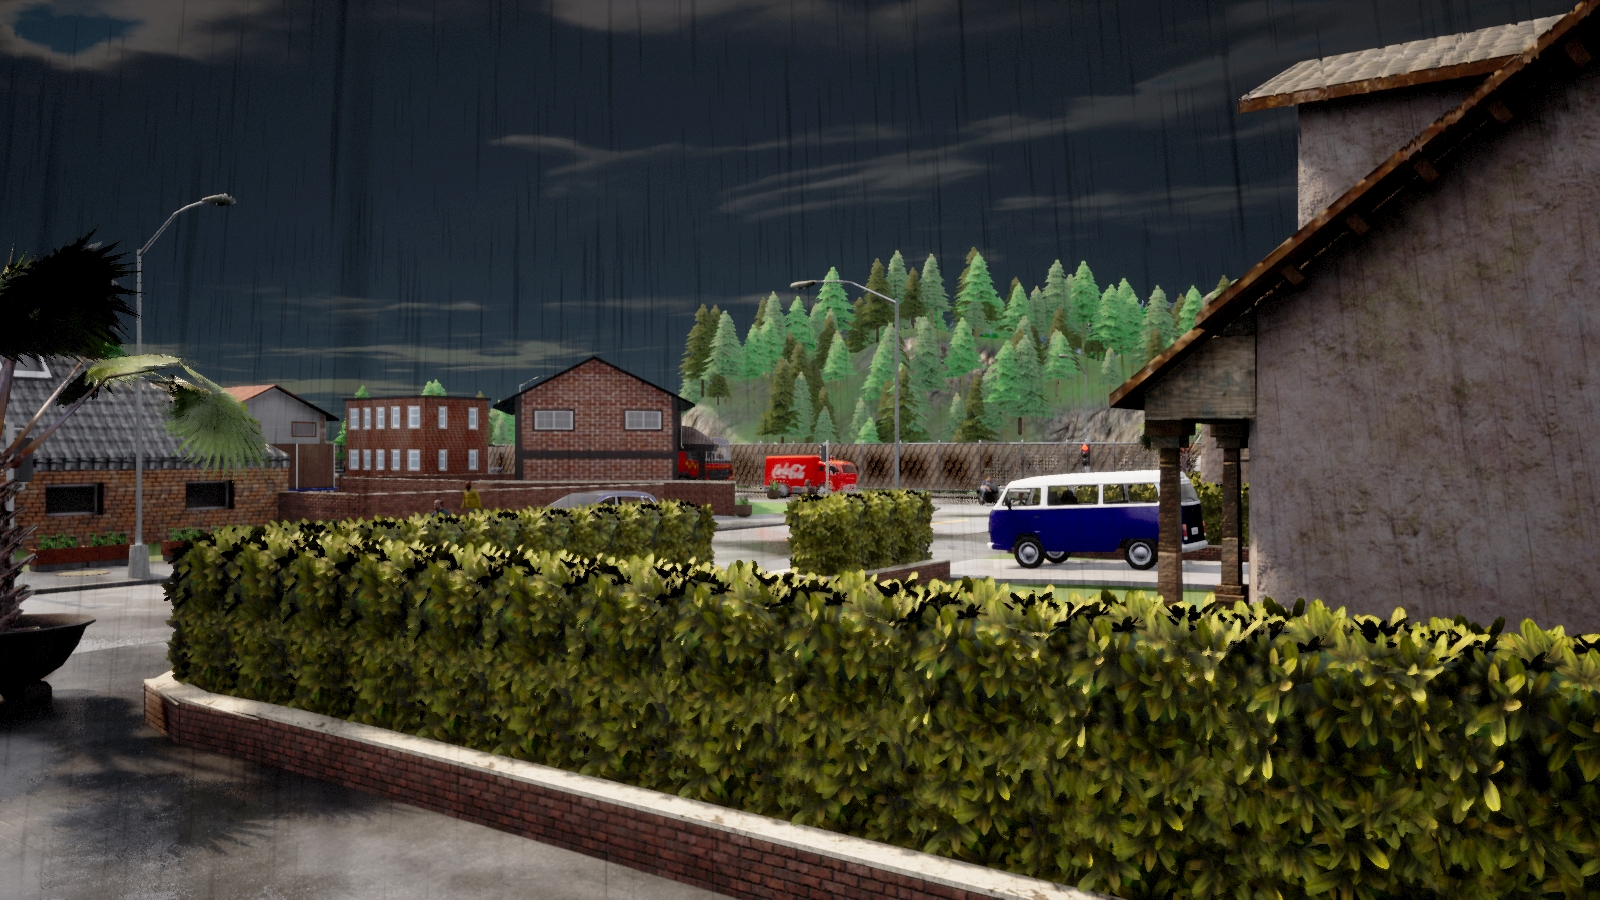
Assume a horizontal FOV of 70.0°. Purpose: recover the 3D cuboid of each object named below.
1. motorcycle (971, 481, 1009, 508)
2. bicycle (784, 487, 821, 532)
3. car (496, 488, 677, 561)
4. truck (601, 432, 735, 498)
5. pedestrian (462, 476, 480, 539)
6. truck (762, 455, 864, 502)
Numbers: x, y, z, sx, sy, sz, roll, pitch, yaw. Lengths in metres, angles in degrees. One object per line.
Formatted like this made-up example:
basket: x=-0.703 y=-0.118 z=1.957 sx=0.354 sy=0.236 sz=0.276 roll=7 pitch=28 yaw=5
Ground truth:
motorcycle: x=9.336 y=2.176 z=56.172 sx=0.803 sy=1.199 sz=2.033 roll=-6 pitch=2 yaw=-21
bicycle: x=0.097 y=2.051 z=39.723 sx=0.329 sy=1.471 sz=1.835 roll=0 pitch=0 yaw=35
car: x=-5.756 y=1.958 z=31.296 sx=2.242 sy=1.667 sz=4.611 roll=0 pitch=0 yaw=35
truck: x=-8.216 y=0.872 z=70.615 sx=8.468 sy=3.827 sz=2.891 roll=0 pitch=0 yaw=35
pedestrian: x=-9.916 y=1.732 z=34.444 sx=0.375 sy=1.860 sz=0.375 roll=0 pitch=0 yaw=34
truck: x=0.719 y=1.551 z=64.373 sx=5.204 sy=2.467 sz=2.627 roll=0 pitch=0 yaw=35
